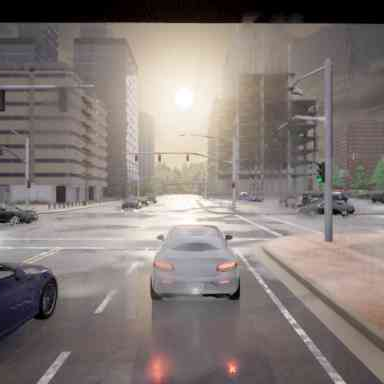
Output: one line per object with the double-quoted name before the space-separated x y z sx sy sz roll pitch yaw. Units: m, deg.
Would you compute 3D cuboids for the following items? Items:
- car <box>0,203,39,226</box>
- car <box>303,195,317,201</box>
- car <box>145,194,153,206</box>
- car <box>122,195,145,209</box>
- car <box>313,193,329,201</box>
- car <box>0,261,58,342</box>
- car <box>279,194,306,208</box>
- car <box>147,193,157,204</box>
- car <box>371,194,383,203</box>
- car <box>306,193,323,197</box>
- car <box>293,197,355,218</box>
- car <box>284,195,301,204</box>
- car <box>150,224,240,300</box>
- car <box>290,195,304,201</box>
"car" -13.069 1.507 22.673 4.892 1.490 1.837 -1 0 -1
"car" 27.167 1.364 76.892 1.784 1.438 3.905 0 0 0
"car" -8.168 1.477 55.300 1.882 1.535 5.008 0 0 0
"car" -8.090 1.352 44.850 2.097 1.767 4.553 0 0 0
"car" 29.850 1.153 76.955 1.932 1.855 4.605 0 0 0
"car" -3.442 1.526 4.387 1.812 1.442 4.674 0 0 0
"car" 13.061 1.153 44.309 1.932 1.855 4.605 0 0 0
"car" -8.207 1.221 65.881 2.150 2.045 5.566 0 0 -1
"car" 35.474 1.153 61.921 1.932 1.855 4.605 0 0 0
"car" 15.956 1.156 44.268 1.905 1.878 3.866 0 0 0
"car" 12.096 1.491 30.074 4.902 1.511 2.128 0 0 0
"car" 18.577 1.395 61.749 1.970 1.475 3.806 0 0 0
"car" 0.070 1.526 8.262 1.812 1.442 4.674 0 0 0
"car" 24.272 1.395 76.878 1.970 1.475 3.806 0 0 0
